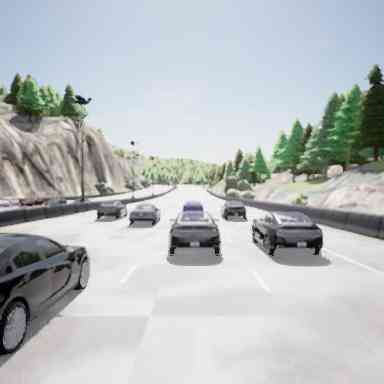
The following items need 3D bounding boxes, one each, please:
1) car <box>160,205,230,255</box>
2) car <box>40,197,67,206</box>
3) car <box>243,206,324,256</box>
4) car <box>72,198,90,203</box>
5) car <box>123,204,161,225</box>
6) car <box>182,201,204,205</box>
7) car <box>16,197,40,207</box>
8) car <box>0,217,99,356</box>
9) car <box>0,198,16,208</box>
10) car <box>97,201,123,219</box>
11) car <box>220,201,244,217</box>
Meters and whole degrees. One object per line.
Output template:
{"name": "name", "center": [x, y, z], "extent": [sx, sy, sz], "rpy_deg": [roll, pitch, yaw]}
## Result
{"name": "car", "center": [0.097, 1.511, 13.378], "extent": [2.128, 1.511, 4.902], "rpy_deg": [0, 0, 0]}
{"name": "car", "center": [-21.064, 1.564, 51.672], "extent": [2.128, 1.511, 4.902], "rpy_deg": [0, 0, 0]}
{"name": "car", "center": [3.597, 1.510, 13.299], "extent": [2.128, 1.511, 4.902], "rpy_deg": [0, 0, 0]}
{"name": "car", "center": [-17.564, 1.638, 52.869], "extent": [1.994, 1.385, 4.181], "rpy_deg": [0, 0, 0]}
{"name": "car", "center": [-3.404, 1.582, 24.650], "extent": [2.033, 1.411, 5.357], "rpy_deg": [0, 0, 0]}
{"name": "car", "center": [0.097, 1.521, 30.616], "extent": [1.882, 1.535, 5.008], "rpy_deg": [0, 0, 0]}
{"name": "car", "center": [-24.561, 1.550, 51.395], "extent": [1.882, 1.535, 5.008], "rpy_deg": [0, 0, 0]}
{"name": "car", "center": [-3.405, 1.486, 6.093], "extent": [1.882, 1.535, 5.008], "rpy_deg": [0, 0, 0]}
{"name": "car", "center": [-28.055, 1.597, 50.669], "extent": [1.812, 1.442, 4.674], "rpy_deg": [0, 0, 1]}
{"name": "car", "center": [-6.905, 1.533, 29.098], "extent": [2.128, 1.511, 4.902], "rpy_deg": [0, 0, 0]}
{"name": "car", "center": [3.595, 1.546, 29.188], "extent": [1.837, 1.490, 4.892], "rpy_deg": [0, 0, 0]}
